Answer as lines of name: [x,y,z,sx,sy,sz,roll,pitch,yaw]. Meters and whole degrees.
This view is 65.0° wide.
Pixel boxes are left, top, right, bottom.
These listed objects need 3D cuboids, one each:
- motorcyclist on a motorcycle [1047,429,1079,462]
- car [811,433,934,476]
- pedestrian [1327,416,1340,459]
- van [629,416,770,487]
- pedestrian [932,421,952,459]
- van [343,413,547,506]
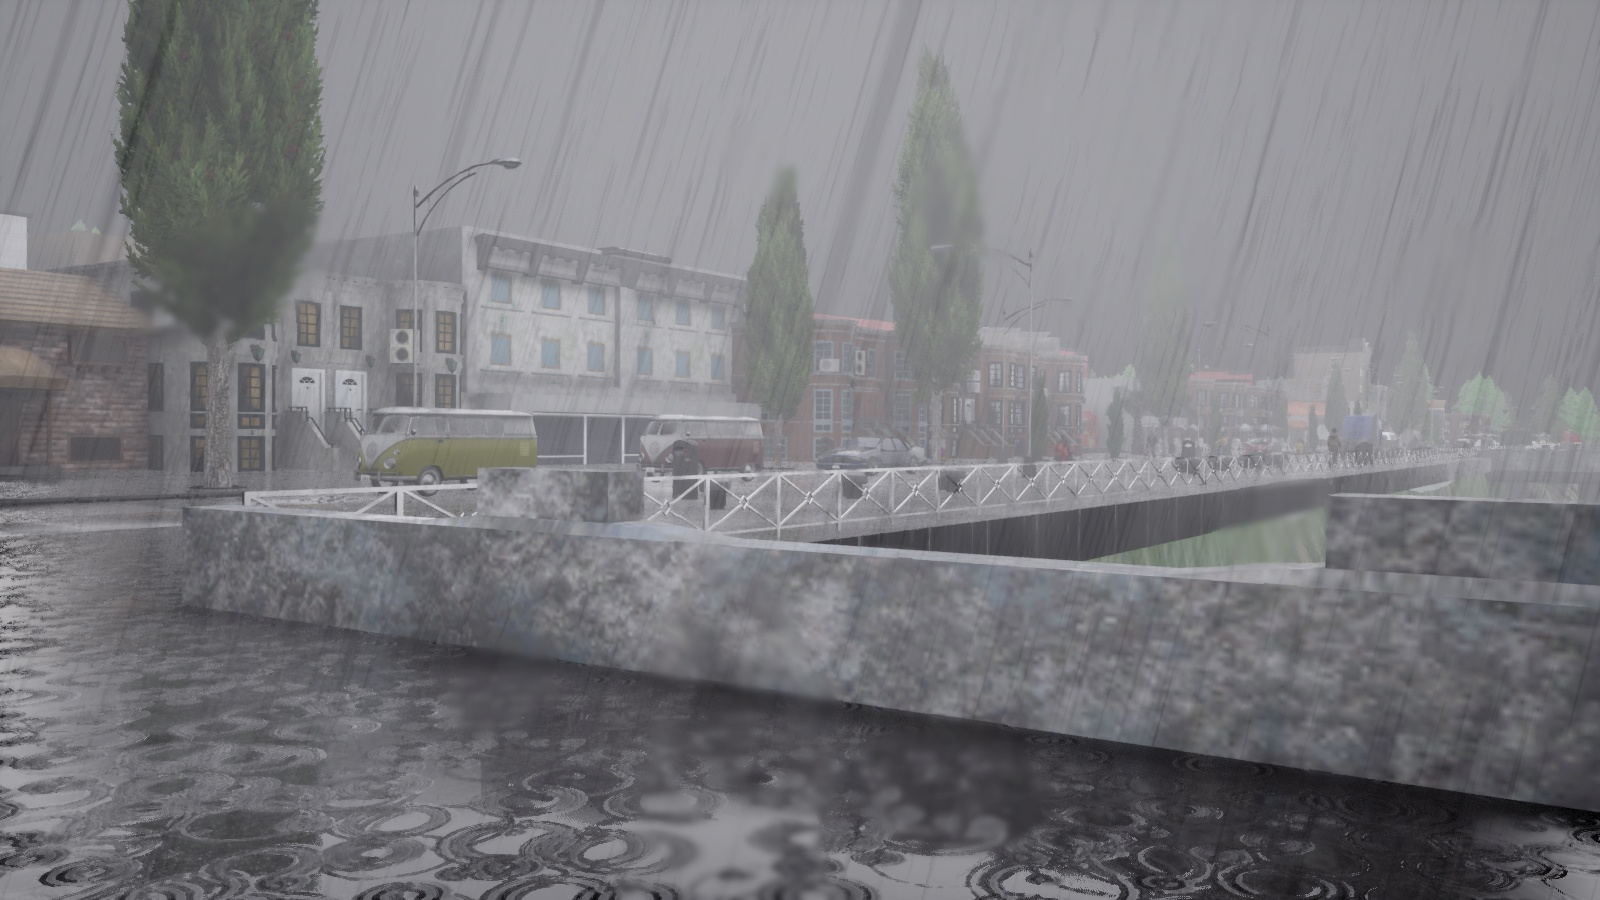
motorcyclist on a motorcycle: [12.687,-0.228,60.513,0.797,1.523,2.044,0,1,34]
car: [2.702,0.133,45.465,2.033,1.411,5.357,0,1,33]
pedestrian: [24.289,-0.560,57.199,0.396,1.930,0.692,0,1,37]
van: [-2.887,0.004,37.038,1.775,1.987,4.442,0,1,34]
pedestrian: [7.362,-0.523,65.022,0.659,1.952,0.873,0,1,37]
van: [-8.123,0.160,29.145,1.775,1.987,4.442,0,1,34]
